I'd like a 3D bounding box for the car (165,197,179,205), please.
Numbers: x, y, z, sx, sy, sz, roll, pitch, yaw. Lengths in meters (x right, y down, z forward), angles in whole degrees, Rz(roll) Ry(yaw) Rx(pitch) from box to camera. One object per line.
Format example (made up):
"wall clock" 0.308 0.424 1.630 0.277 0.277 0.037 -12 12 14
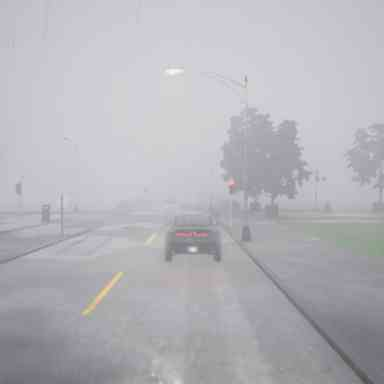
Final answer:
"car" -4.121 1.828 63.950 1.895 1.301 4.718 0 0 0

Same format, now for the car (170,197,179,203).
"car" -4.129 1.829 79.447 1.994 1.385 4.181 0 0 0

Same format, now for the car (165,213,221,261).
"car" 0.041 1.545 12.426 1.837 1.490 4.892 0 -2 0
